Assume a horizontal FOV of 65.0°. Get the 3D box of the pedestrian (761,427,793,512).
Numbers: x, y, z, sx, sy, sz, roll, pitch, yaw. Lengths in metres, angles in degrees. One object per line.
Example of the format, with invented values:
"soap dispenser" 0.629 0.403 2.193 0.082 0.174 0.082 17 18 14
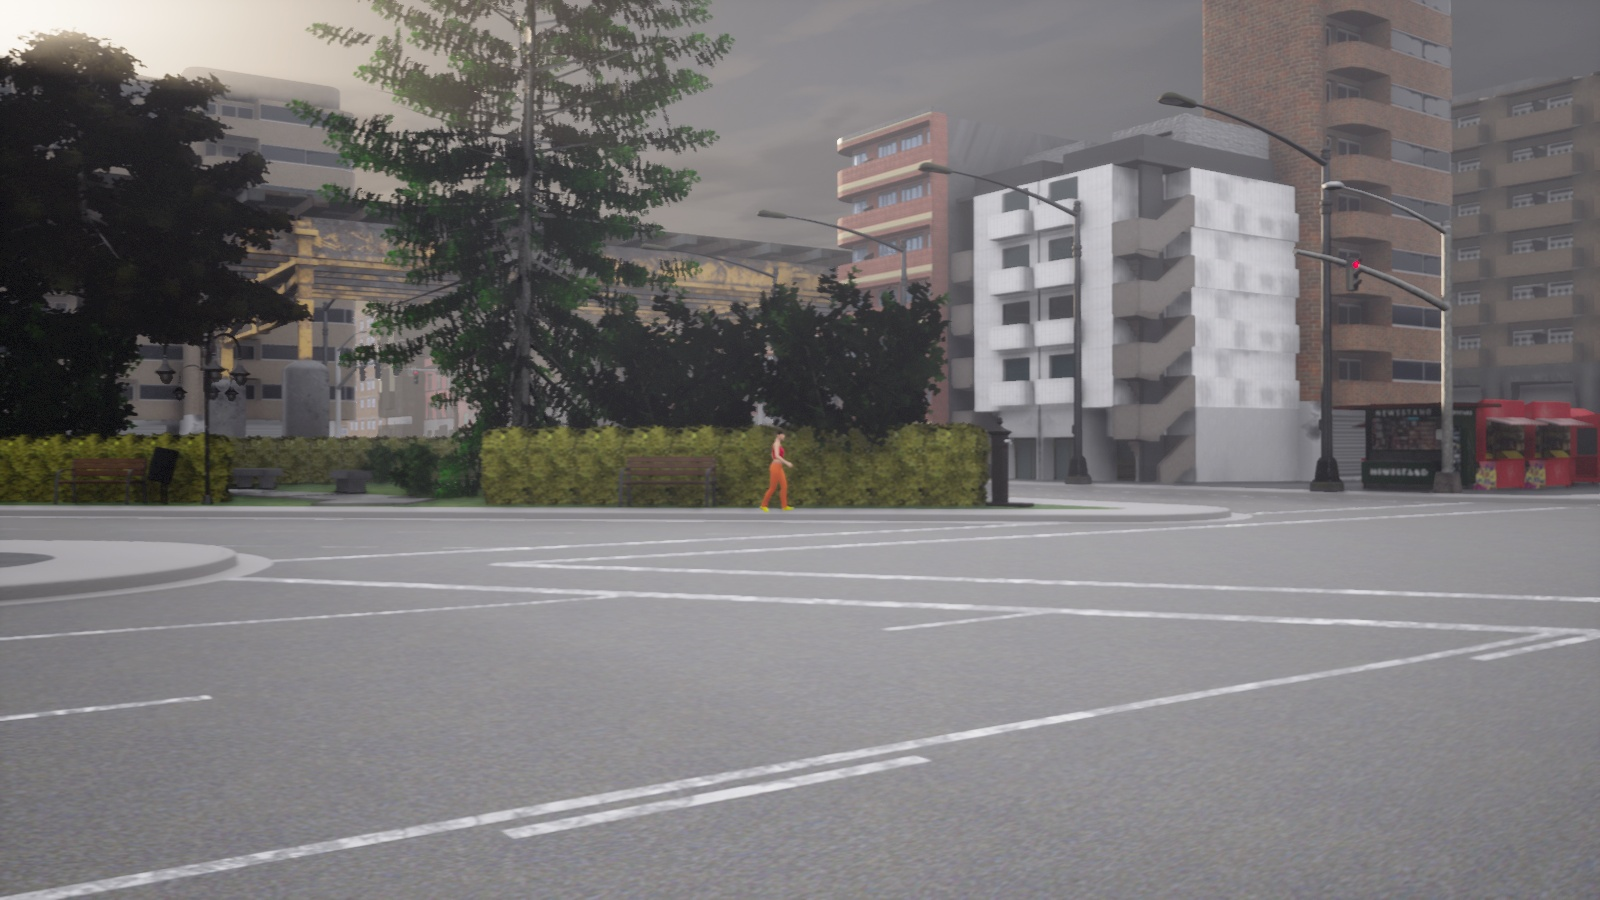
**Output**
"pedestrian" -0.499 0.426 27.311 0.594 1.836 0.345 0 0 13
